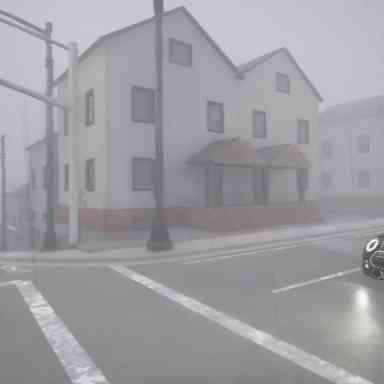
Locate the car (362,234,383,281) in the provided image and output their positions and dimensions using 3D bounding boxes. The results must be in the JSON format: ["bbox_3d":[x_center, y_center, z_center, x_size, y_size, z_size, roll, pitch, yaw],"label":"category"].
[{"bbox_3d":[6.363,1.277,8.531,4.553,1.767,2.097,-1,0,-35],"label":"car"}]
